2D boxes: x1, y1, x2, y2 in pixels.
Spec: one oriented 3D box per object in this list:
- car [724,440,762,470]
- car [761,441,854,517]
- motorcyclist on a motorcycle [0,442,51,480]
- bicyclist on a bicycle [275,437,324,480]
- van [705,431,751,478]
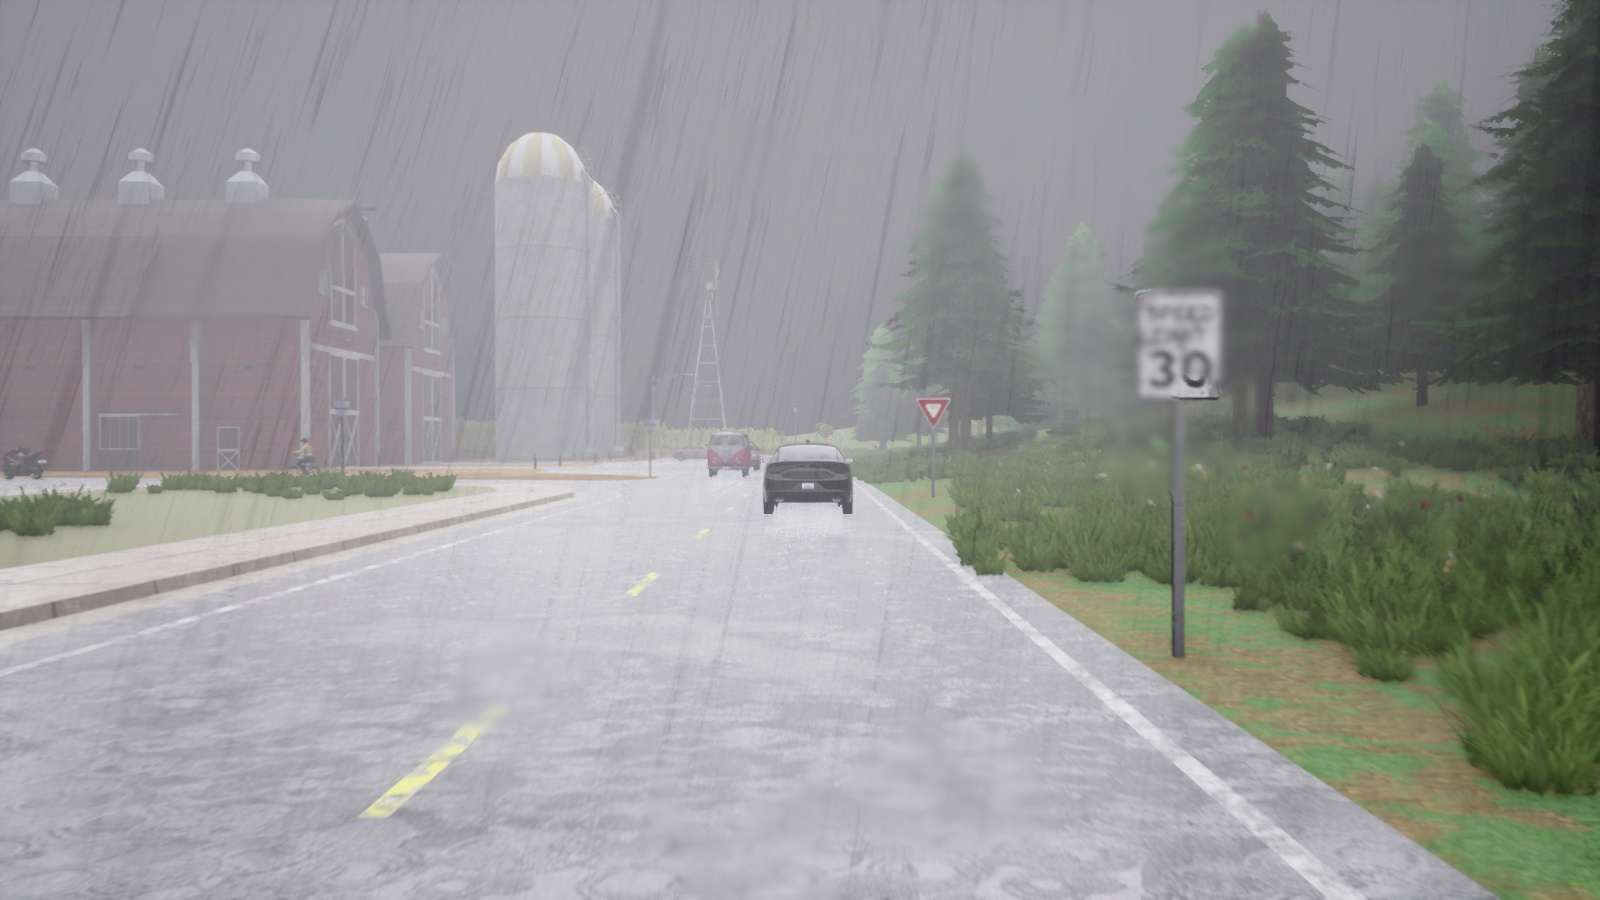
[{"bbox_3d":[-3.093,0.255,68.705,1.851,1.617,3.988,0,0,0],"label":"car"},{"bbox_3d":[0.175,0.567,27.938,1.882,1.535,5.008,0,0,0],"label":"car"},{"bbox_3d":[-32.263,0.451,52.059,2.191,1.530,0.866,0,0,19],"label":"motorcyclist on a motorcycle"},{"bbox_3d":[-19.118,0.329,47.992,1.509,1.612,0.866,0,0,16],"label":"bicyclist on a bicycle"},{"bbox_3d":[-3.164,0.181,56.056,1.775,1.987,4.442,0,0,0],"label":"van"}]
